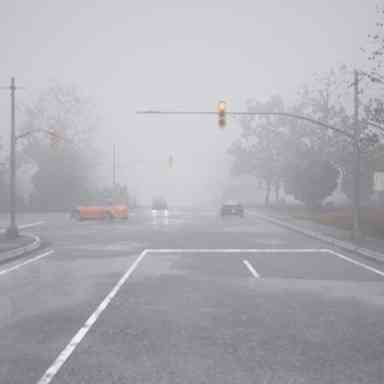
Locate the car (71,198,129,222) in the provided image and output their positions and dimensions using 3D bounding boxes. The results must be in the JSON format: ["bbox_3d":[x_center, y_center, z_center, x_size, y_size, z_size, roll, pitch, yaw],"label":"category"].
[{"bbox_3d":[-7.289,1.359,26.143,4.553,1.767,2.097,0,0,27],"label":"car"}]

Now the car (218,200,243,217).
[{"bbox_3d":[3.495,1.474,30.716,1.882,1.535,5.008,0,0,-1],"label":"car"}]

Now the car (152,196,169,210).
[{"bbox_3d":[-4.153,1.578,44.022,1.837,1.490,4.892,0,0,-3],"label":"car"}]
